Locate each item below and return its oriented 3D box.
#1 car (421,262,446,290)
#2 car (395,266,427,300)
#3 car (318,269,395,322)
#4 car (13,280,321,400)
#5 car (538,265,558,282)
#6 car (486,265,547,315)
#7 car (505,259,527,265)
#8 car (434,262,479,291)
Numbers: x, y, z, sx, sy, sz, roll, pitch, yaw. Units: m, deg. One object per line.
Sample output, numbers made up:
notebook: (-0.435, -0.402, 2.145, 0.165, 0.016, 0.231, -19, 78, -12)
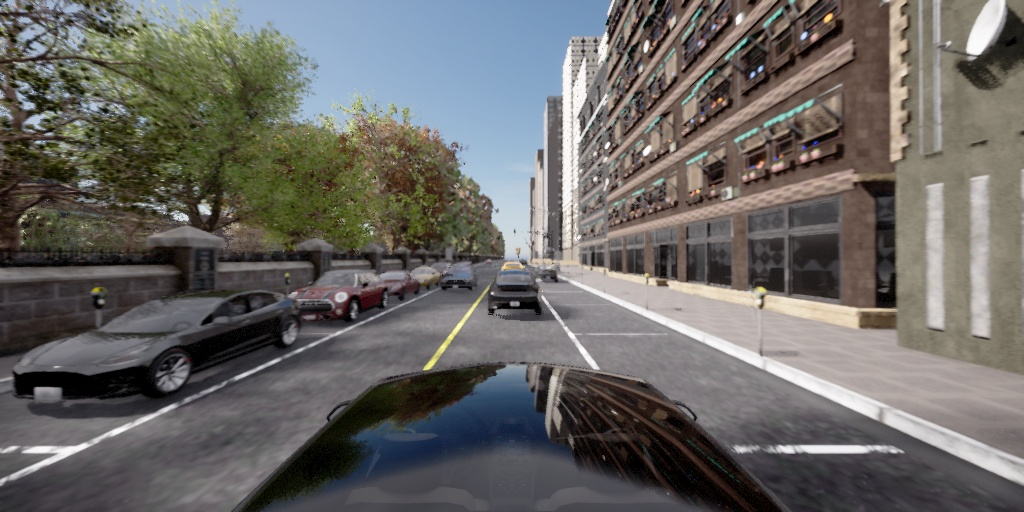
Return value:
car: (-5.700, 1.301, 23.022, 1.751, 1.417, 4.829, 0, 0, 0)
car: (-5.697, 1.350, 17.654, 1.802, 1.307, 4.207, 0, 0, 0)
car: (-5.696, 1.201, 12.115, 1.967, 1.591, 4.097, 0, 0, 0)
car: (-5.694, 1.321, 6.577, 1.948, 1.339, 4.313, 0, 0, 0)
car: (2.678, 1.335, 28.737, 2.007, 1.370, 4.403, 0, 0, 0)
car: (0.093, 1.268, 13.686, 1.837, 1.490, 4.892, 0, 0, 0)
car: (0.087, 1.264, 30.574, 1.882, 1.535, 5.008, 0, 0, 0)
car: (-3.109, 1.322, 22.347, 2.033, 1.411, 5.357, 0, 0, 0)
